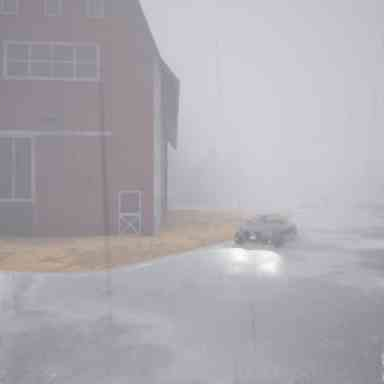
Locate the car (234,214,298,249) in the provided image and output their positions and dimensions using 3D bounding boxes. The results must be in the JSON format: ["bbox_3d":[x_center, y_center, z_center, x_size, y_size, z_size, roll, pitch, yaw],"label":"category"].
[{"bbox_3d":[3.582,1.738,15.698,1.994,1.385,4.181,0,-1,31],"label":"car"}]

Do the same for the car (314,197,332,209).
[{"bbox_3d":[22.686,1.856,57.858,2.150,2.045,5.566,0,-1,9],"label":"car"}]

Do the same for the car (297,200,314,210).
[{"bbox_3d":[18.141,2.063,53.956,1.882,1.535,5.008,0,-1,14],"label":"car"}]
